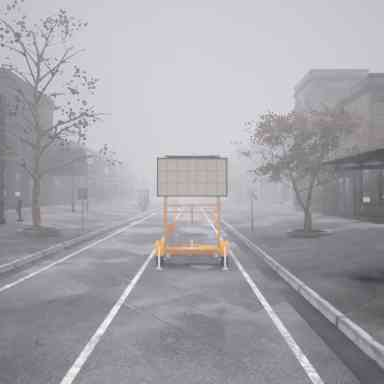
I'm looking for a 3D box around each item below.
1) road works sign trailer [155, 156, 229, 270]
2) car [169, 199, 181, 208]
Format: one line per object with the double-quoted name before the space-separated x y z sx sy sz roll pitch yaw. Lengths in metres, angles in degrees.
"road works sign trailer" 0.005 0.562 11.408 2.380 3.560 2.880 0 -1 0
"car" -2.977 2.046 58.358 1.837 1.490 4.892 0 0 0
